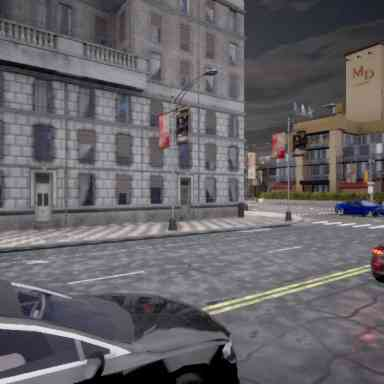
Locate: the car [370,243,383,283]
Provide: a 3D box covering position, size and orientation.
[{"bbox_3d":[6.273,1.526,8.356,4.674,1.442,1.812,0,0,-36],"label":"car"}]

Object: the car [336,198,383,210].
[{"bbox_3d":[21.872,1.547,43.384,2.033,1.411,5.357,0,0,-39],"label":"car"}]

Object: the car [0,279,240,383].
[{"bbox_3d":[-1.779,1.492,2.595,4.902,1.511,2.128,0,0,-35],"label":"car"}]

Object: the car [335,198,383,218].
[{"bbox_3d":[15.530,1.477,30.505,1.882,1.535,5.008,1,0,-24],"label":"car"}]
